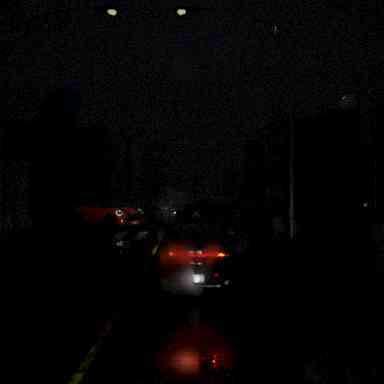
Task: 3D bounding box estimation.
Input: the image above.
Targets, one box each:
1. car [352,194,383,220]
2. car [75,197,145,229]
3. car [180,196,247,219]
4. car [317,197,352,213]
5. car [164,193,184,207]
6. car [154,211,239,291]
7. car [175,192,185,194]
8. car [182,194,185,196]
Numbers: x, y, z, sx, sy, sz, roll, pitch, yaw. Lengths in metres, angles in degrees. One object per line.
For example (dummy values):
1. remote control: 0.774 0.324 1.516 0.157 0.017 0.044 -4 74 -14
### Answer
1. car: 13.752 0.920 22.453 4.553 1.767 2.097 -1 -1 -3
2. car: -4.870 1.108 19.619 4.553 1.767 2.097 0 1 39
3. car: 1.767 1.249 25.724 5.008 1.535 1.882 -1 -1 -1
4. car: 14.711 1.248 32.544 4.674 1.442 1.812 -1 -1 -1
5. car: -2.600 1.214 44.803 2.128 1.511 4.902 0 0 2
6. car: 0.112 1.453 8.887 1.837 1.490 4.892 0 0 1
7. car: -2.544 1.200 55.308 2.033 1.411 5.357 0 0 1
8. car: 0.176 1.272 44.457 2.033 1.411 5.357 0 0 3
